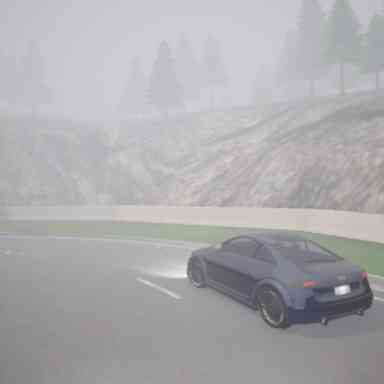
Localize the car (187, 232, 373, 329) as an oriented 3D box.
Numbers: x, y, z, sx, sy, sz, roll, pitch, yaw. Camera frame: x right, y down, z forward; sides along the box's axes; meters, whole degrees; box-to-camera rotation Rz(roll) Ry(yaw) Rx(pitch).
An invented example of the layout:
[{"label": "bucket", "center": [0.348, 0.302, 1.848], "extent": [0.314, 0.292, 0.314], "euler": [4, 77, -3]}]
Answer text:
[{"label": "car", "center": [1.503, 1.541, 7.090], "extent": [1.994, 1.385, 4.181], "euler": [-1, 0, -26]}]
